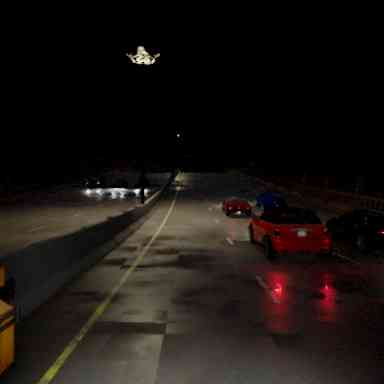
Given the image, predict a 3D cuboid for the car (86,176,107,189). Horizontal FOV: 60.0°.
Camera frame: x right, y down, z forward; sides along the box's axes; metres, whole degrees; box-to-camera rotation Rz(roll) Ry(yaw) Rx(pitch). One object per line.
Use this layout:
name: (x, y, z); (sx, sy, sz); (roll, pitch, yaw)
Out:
car: (-14.318, -1.545, 49.846); (2.097, 1.767, 4.553); (0, 7, 0)

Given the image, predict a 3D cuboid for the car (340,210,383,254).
car: (7.028, 1.482, 13.433); (1.837, 1.490, 4.892); (0, 1, 0)

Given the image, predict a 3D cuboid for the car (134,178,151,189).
car: (-7.324, -1.343, 49.836); (2.033, 1.411, 5.357); (0, 7, 0)

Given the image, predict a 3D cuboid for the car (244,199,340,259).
car: (3.527, 1.333, 12.767); (2.097, 1.767, 4.553); (0, 1, 0)

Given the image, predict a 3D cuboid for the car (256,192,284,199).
car: (6.946, 0.730, 29.623); (1.882, 1.535, 5.008); (0, 4, 0)

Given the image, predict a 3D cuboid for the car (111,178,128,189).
car: (-10.821, -1.332, 49.870); (1.994, 1.385, 4.181); (0, 7, 0)

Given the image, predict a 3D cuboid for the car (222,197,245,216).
car: (3.446, 1.071, 26.483); (1.895, 1.301, 4.718); (0, 4, 0)
